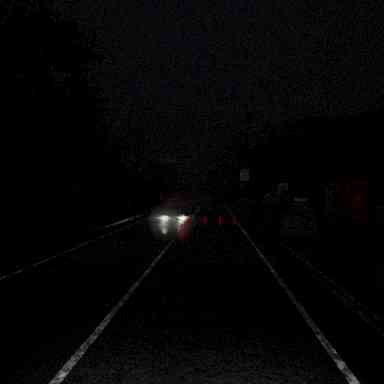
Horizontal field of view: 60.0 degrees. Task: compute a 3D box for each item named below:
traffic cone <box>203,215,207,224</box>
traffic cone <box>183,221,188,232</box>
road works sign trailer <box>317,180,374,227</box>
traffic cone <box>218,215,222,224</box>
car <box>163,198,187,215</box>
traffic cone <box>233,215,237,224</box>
[{"bbox_3d":[0.900,1.853,22.261,0.340,0.580,0.340,0,0,4],"label":"traffic cone"},{"bbox_3d":[-0.495,1.878,16.348,0.340,0.580,0.340,0,0,4],"label":"traffic cone"},{"bbox_3d":[7.918,0.514,18.569,3.560,2.380,2.880,-5,7,-42],"label":"road works sign trailer"},{"bbox_3d":[1.890,1.858,22.194,0.340,0.580,0.340,0,0,4],"label":"traffic cone"},{"bbox_3d":[-1.539,1.315,31.927,1.882,1.535,5.008,0,0,3],"label":"car"},{"bbox_3d":[2.864,1.862,22.260,0.340,0.580,0.340,0,0,10],"label":"traffic cone"}]
